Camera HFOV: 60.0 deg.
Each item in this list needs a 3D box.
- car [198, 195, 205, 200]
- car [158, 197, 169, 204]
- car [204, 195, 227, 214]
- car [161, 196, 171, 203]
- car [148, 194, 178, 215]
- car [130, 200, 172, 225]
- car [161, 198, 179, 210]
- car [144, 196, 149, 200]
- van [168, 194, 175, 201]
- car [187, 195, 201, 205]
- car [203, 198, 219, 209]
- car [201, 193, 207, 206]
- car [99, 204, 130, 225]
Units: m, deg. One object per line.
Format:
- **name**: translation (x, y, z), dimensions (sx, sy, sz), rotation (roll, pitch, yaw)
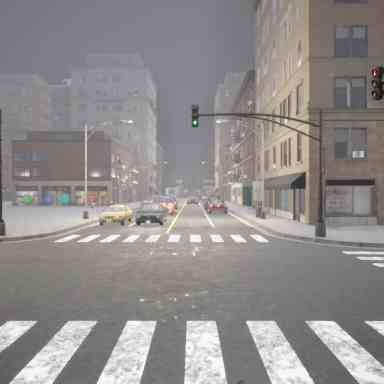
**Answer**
- **car**: translation (2.668, 1.575, 91.987), dimensions (1.947, 1.339, 4.313), rotation (0, 0, 0)
- **car**: translation (-5.367, 1.586, 63.681), dimensions (1.802, 1.307, 4.206), rotation (0, 0, 0)
- **car**: translation (2.648, 1.441, 35.368), dimensions (1.967, 1.590, 4.097), rotation (0, 0, 0)
- **car**: translation (-5.365, 1.530, 69.173), dimensions (1.752, 1.417, 4.829), rotation (0, 0, 0)
- **car**: translation (-2.841, 1.353, 33.808), dimensions (2.097, 1.767, 4.553), rotation (0, 0, 0)
- **car**: translation (-2.841, 1.548, 24.159), dimensions (2.033, 1.411, 5.357), rotation (0, 0, 0)
- **car**: translation (-2.831, 1.550, 44.216), dimensions (2.033, 1.411, 5.357), rotation (0, 0, 0)
- **car**: translation (-5.375, 1.553, 41.033), dimensions (2.008, 1.369, 4.403), rotation (0, 0, 0)
- **van**: translation (-5.359, 1.349, 86.328), dimensions (1.690, 1.788, 3.998), rotation (0, 0, 0)
- **car**: translation (0.123, 1.604, 57.395), dimensions (1.895, 1.301, 4.718), rotation (0, 0, 0)
- **car**: translation (2.652, 1.568, 46.692), dimensions (1.947, 1.339, 4.313), rotation (0, 0, 0)
- **car**: translation (2.650, 1.317, 41.030), dimensions (2.192, 1.841, 5.009), rotation (0, 0, 0)
- **car**: translation (-5.381, 1.526, 23.877), dimensions (1.752, 1.417, 4.829), rotation (0, 0, 0)
